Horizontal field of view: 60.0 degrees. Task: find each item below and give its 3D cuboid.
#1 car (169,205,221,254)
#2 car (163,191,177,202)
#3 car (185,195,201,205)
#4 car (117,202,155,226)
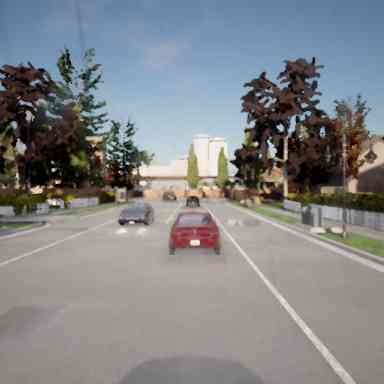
[{"bbox_3d":[0.102,1.459,13.107,1.812,1.442,4.674,0,0,0],"label":"car"},{"bbox_3d":[-4.225,0.823,63.460,2.150,2.045,5.566,1,0,-11],"label":"car"},{"bbox_3d":[0.109,1.215,46.225,1.837,1.490,4.892,0,0,0],"label":"car"},{"bbox_3d":[-3.596,1.419,22.489,2.033,1.411,5.357,0,0,0],"label":"car"}]
